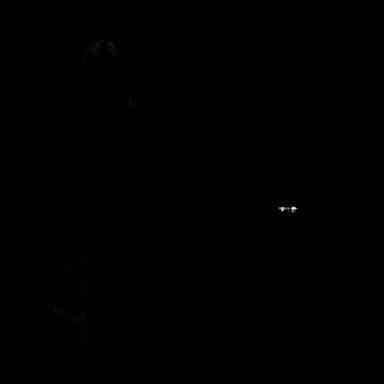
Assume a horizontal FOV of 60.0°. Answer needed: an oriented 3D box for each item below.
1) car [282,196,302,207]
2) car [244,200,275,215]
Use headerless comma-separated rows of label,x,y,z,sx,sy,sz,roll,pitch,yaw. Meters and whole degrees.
car,14.929,1.420,49.271,1.837,1.490,4.892,0,0,36
car,6.882,1.480,33.379,1.812,1.442,4.674,0,0,36
